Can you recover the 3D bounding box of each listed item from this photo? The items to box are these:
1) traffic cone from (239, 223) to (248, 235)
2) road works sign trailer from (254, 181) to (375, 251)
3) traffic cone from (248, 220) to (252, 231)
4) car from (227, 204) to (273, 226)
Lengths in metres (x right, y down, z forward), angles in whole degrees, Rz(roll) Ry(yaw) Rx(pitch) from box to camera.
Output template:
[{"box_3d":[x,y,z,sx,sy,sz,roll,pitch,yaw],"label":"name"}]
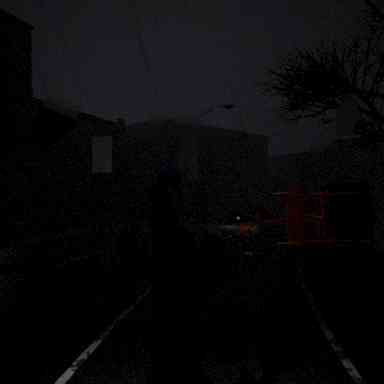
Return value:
[{"box_3d":[2.625,1.945,17.667,0.340,0.580,0.340,1,0,23],"label":"traffic cone"},{"box_3d":[4.691,0.942,12.340,2.880,2.380,3.560,-2,-2,-45],"label":"road works sign trailer"},{"box_3d":[3.406,1.946,19.508,0.340,0.580,0.340,1,0,23],"label":"traffic cone"},{"box_3d":[4.140,1.537,23.401,1.994,1.385,4.181,0,-1,34],"label":"car"}]
